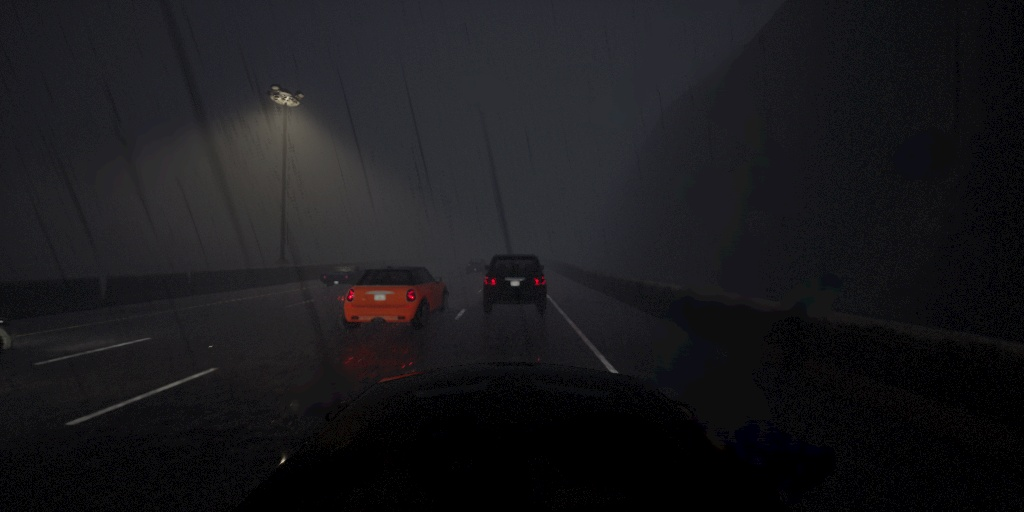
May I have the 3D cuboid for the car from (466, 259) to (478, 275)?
[{"bbox_3d":[-3.405,1.019,35.526,2.128,1.511,4.902,0,1,0],"label":"car"}]

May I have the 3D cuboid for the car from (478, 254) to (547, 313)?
[{"bbox_3d":[0.098,0.940,13.897,2.150,2.045,5.566,0,0,0],"label":"car"}]

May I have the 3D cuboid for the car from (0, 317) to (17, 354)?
[{"bbox_3d":[-10.400,1.275,4.843,1.812,1.442,4.674,0,0,0],"label":"car"}]

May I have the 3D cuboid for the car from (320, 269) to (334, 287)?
[{"bbox_3d":[-10.403,1.256,23.443,1.895,1.301,4.718,0,1,0],"label":"car"}]

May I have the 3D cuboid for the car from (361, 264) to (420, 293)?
[{"bbox_3d":[-6.903,1.240,20.897,1.994,1.385,4.181,0,0,0],"label":"car"}]

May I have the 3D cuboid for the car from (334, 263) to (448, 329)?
[{"bbox_3d":[-3.401,1.081,11.368,2.097,1.767,4.553,0,0,0],"label":"car"}]
